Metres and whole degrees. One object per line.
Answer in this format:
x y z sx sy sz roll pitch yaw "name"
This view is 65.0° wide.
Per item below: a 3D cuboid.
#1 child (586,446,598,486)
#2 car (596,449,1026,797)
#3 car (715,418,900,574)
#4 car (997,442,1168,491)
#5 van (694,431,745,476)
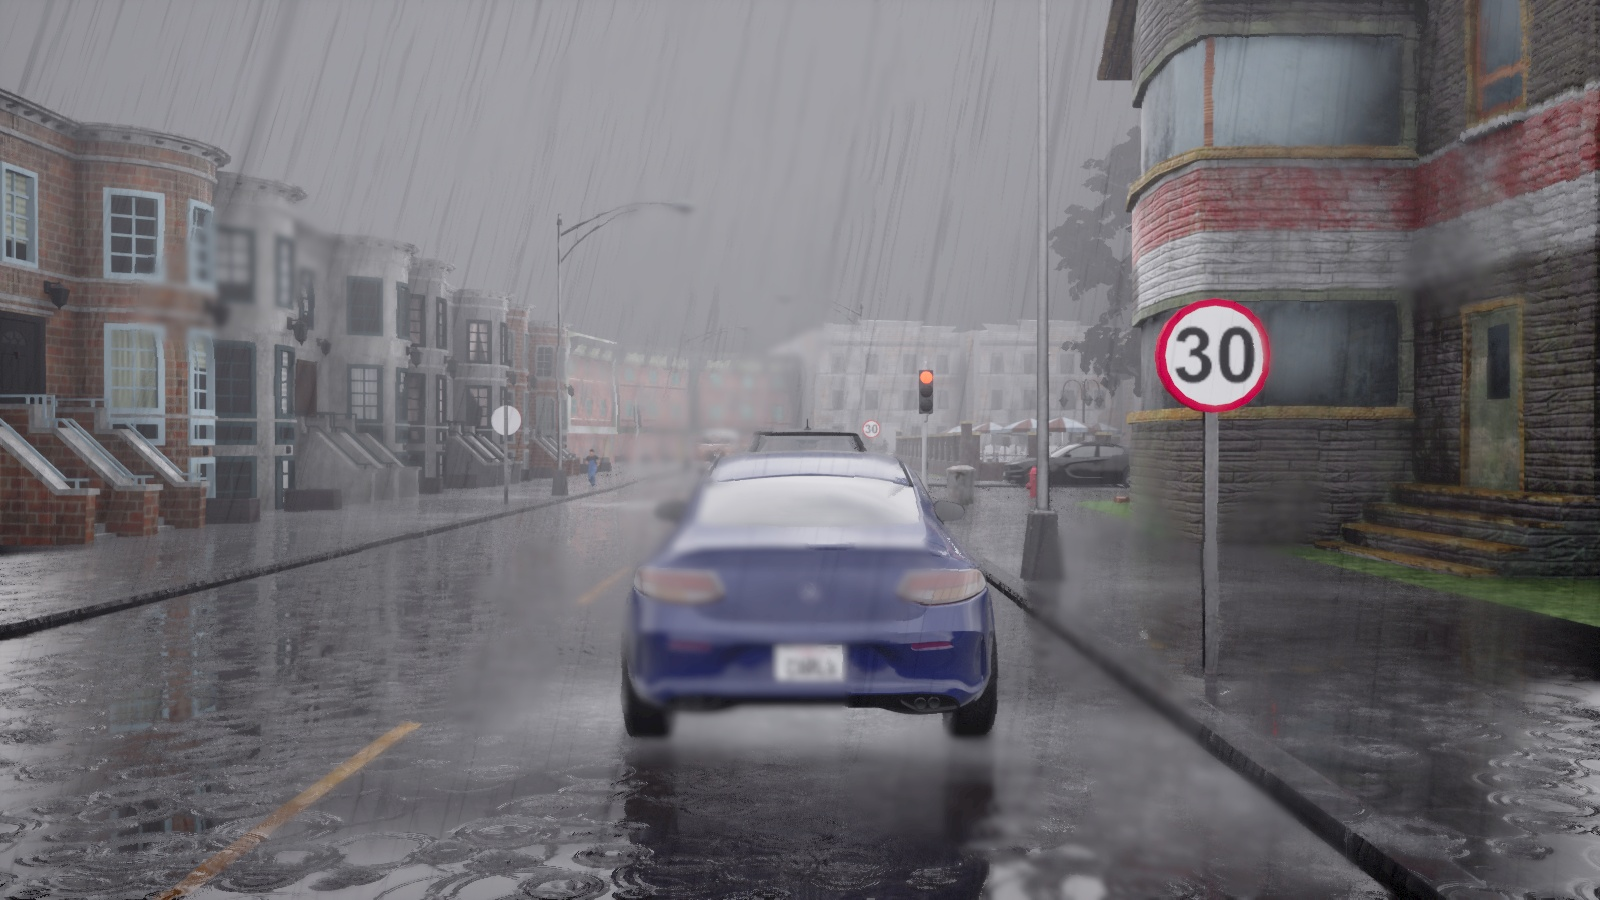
-6.693 0.503 40.397 0.270 1.263 0.437 0 0 9 "child"
0.058 0.729 7.638 1.812 1.442 4.674 0 0 0 "car"
0.102 0.512 16.547 2.097 1.767 4.553 0 0 0 "car"
8.920 0.506 39.898 5.008 1.535 1.882 0 0 0 "car"
-3.687 0.138 58.264 2.069 2.038 4.480 0 0 0 "van"
